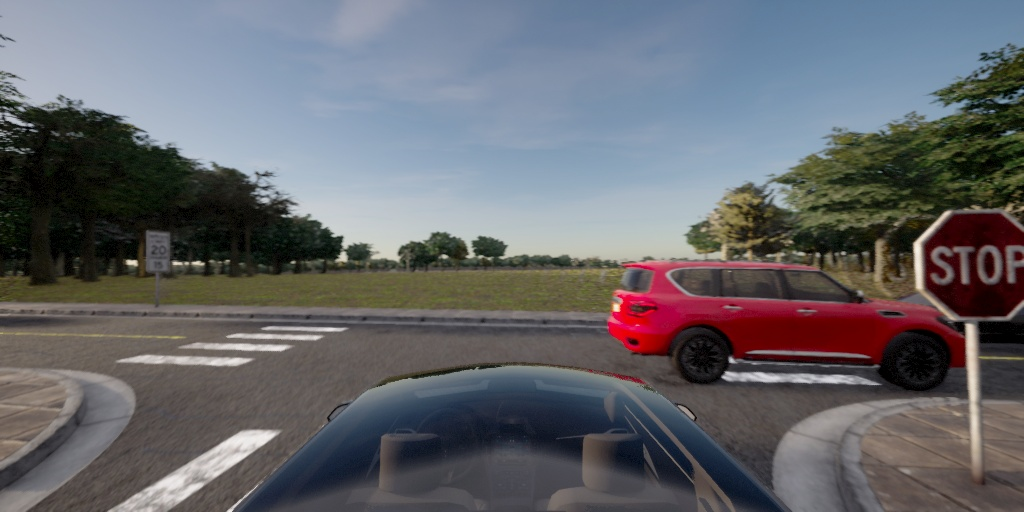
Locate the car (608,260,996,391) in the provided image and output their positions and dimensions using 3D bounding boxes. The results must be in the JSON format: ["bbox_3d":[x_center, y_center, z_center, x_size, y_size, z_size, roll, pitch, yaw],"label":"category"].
[{"bbox_3d":[4.711,1.119,6.809,5.566,2.045,2.150,0,-2,4],"label":"car"}]

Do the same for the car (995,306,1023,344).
[{"bbox_3d":[11.638,1.575,9.257,5.357,1.411,2.033,0,-1,4],"label":"car"}]
